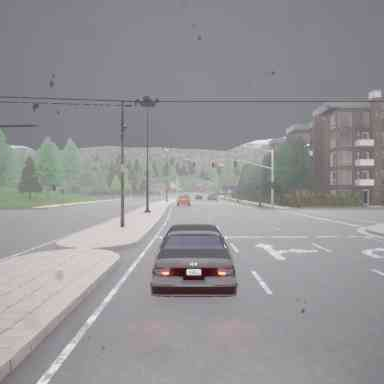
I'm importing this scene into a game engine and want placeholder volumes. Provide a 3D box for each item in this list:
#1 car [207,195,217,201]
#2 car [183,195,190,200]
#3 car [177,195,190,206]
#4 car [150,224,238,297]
[{"bbox_3d":[5.475,1.539,85.353,2.033,1.411,5.357,0,0,0],"label":"car"},{"bbox_3d":[-1.548,1.524,95.484,1.812,1.442,4.674,0,0,0],"label":"car"},{"bbox_3d":[-1.359,1.352,54.481,2.097,1.767,4.553,0,0,-1],"label":"car"},{"bbox_3d":[0.042,1.547,8.736,2.033,1.411,5.357,0,0,0],"label":"car"}]
